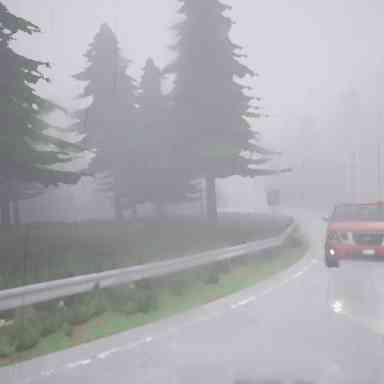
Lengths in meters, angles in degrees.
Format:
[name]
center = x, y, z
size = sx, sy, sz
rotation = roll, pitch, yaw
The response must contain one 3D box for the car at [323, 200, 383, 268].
[car]
center = 5.896, 1.315, 11.560
size = 2.150, 2.045, 5.566
rotation = -2, -2, 24
